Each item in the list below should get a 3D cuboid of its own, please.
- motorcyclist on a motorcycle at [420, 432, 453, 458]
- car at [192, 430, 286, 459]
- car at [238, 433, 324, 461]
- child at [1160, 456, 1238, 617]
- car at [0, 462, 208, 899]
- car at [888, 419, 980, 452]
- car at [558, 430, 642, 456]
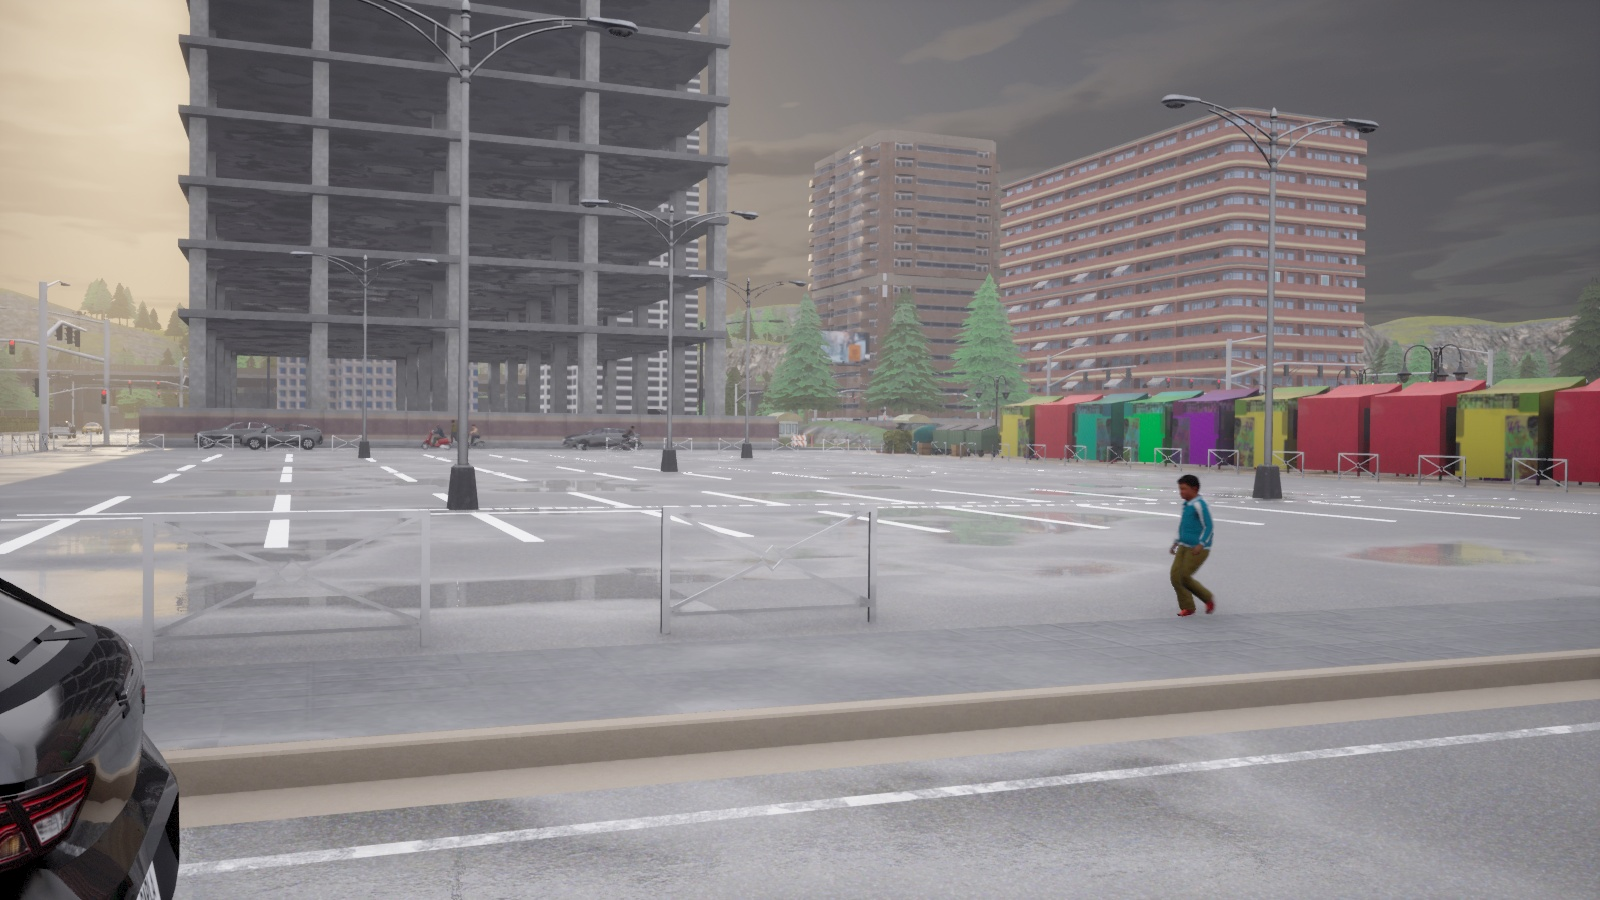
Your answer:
[{"bbox_3d":[-21.968,-0.303,75.946,1.817,1.590,0.866,0,0,-22],"label":"motorcyclist on a motorcycle"},{"bbox_3d":[-33.451,-0.338,75.023,5.027,1.651,2.152,-1,1,-22],"label":"car"},{"bbox_3d":[-29.989,-0.169,72.661,4.514,1.525,2.007,-1,1,-22],"label":"car"},{"bbox_3d":[3.050,0.647,9.600,0.448,1.192,0.343,-1,1,-16],"label":"child"},{"bbox_3d":[-3.322,0.815,1.970,4.193,1.474,1.816,-1,1,-21],"label":"car"},{"bbox_3d":[8.641,-0.948,80.914,5.566,2.045,2.150,-1,1,-22],"label":"car"},{"bbox_3d":[-12.704,-0.461,79.740,4.902,1.511,2.128,-1,1,-22],"label":"car"}]
